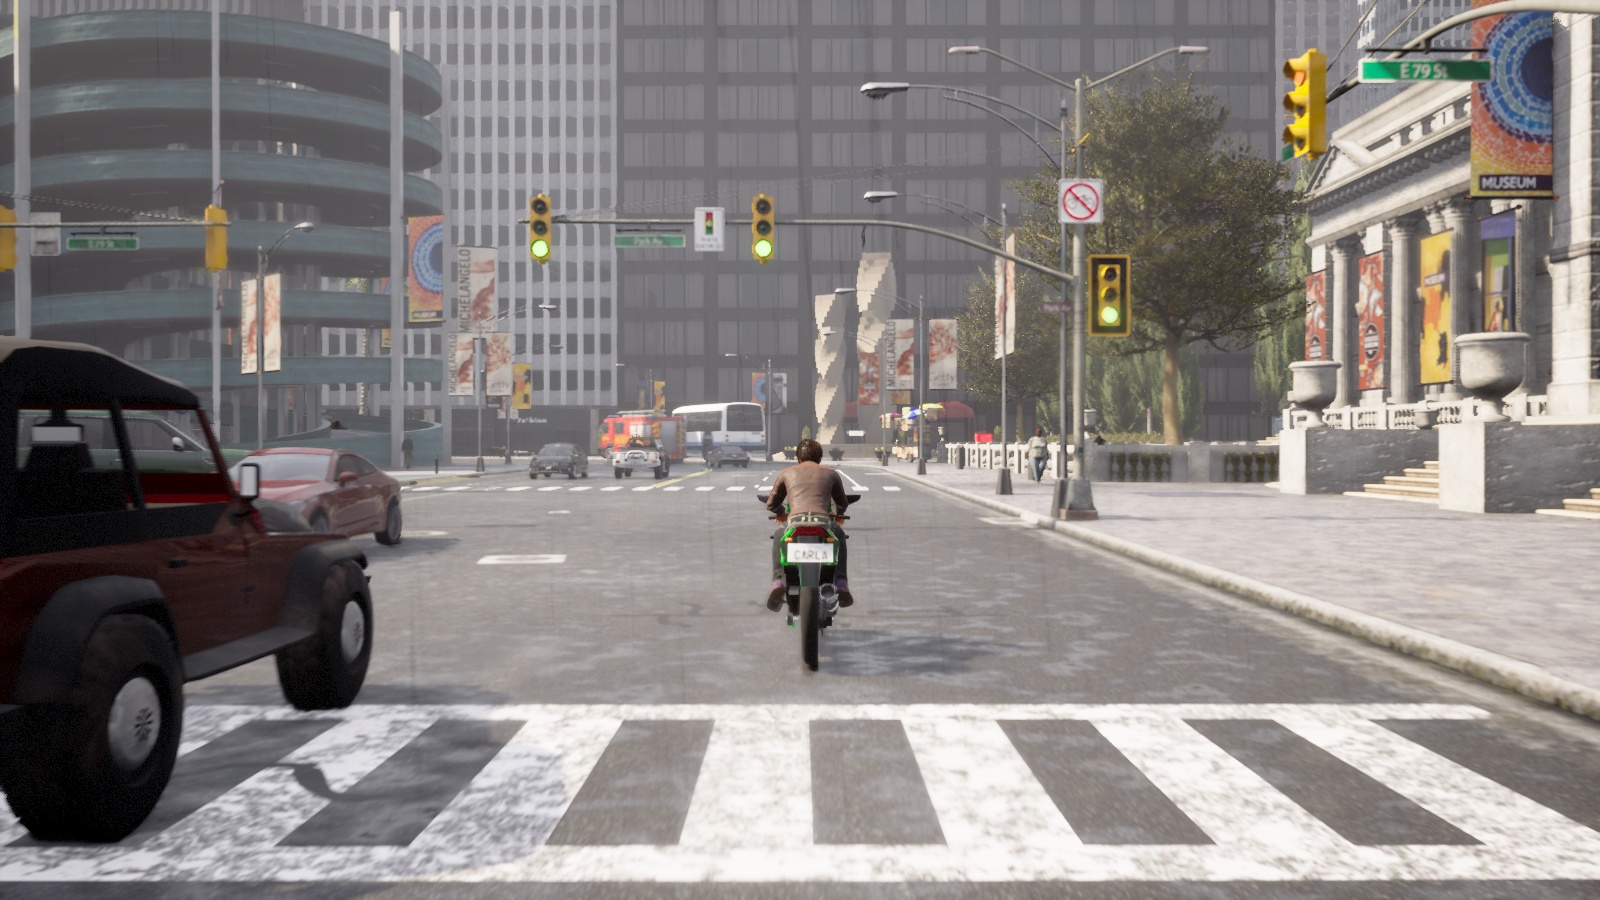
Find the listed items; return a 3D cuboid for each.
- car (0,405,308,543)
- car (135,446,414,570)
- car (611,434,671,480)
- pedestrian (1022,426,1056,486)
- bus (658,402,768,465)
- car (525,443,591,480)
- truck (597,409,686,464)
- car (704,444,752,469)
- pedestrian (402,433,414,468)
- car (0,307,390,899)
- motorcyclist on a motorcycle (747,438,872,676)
[{"bbox_3d":[-10.967,0.344,20.133,5.566,2.045,2.150,0,0,-27],"label":"car"},{"bbox_3d":[-6.888,0.671,17.077,1.812,1.442,4.674,0,0,0],"label":"car"},{"bbox_3d":[-6.687,0.259,53.257,1.932,1.855,4.605,0,0,0],"label":"car"},{"bbox_3d":[7.437,0.190,39.093,0.874,1.855,0.900,0,0,1],"label":"pedestrian"},{"bbox_3d":[-6.384,-1.139,89.791,3.944,4.253,10.273,0,0,-29],"label":"bus"},{"bbox_3d":[-10.188,0.445,53.192,1.837,1.490,4.892,0,0,0],"label":"car"},{"bbox_3d":[-11.624,-0.939,91.175,2.891,3.827,8.468,0,0,-34],"label":"truck"},{"bbox_3d":[-4.404,0.363,76.121,2.033,1.411,5.357,0,0,-12],"label":"car"},{"bbox_3d":[-20.358,0.021,65.221,0.402,1.842,0.726,0,0,-2],"label":"pedestrian"},{"bbox_3d":[-3.458,0.504,5.728,1.905,1.878,3.866,0,0,0],"label":"car"},{"bbox_3d":[0.067,0.678,9.051,0.797,1.523,2.044,0,0,0],"label":"motorcyclist on a motorcycle"}]
